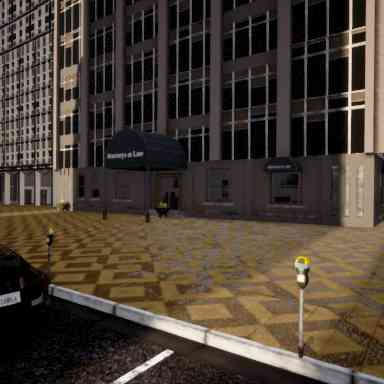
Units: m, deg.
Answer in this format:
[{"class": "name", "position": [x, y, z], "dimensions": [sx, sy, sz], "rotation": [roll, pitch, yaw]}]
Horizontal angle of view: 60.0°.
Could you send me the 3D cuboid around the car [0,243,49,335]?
[{"class": "car", "position": [-4.296, 1.564, 5.943], "dimensions": [4.313, 1.339, 1.947], "rotation": [0, 1, 36]}]
